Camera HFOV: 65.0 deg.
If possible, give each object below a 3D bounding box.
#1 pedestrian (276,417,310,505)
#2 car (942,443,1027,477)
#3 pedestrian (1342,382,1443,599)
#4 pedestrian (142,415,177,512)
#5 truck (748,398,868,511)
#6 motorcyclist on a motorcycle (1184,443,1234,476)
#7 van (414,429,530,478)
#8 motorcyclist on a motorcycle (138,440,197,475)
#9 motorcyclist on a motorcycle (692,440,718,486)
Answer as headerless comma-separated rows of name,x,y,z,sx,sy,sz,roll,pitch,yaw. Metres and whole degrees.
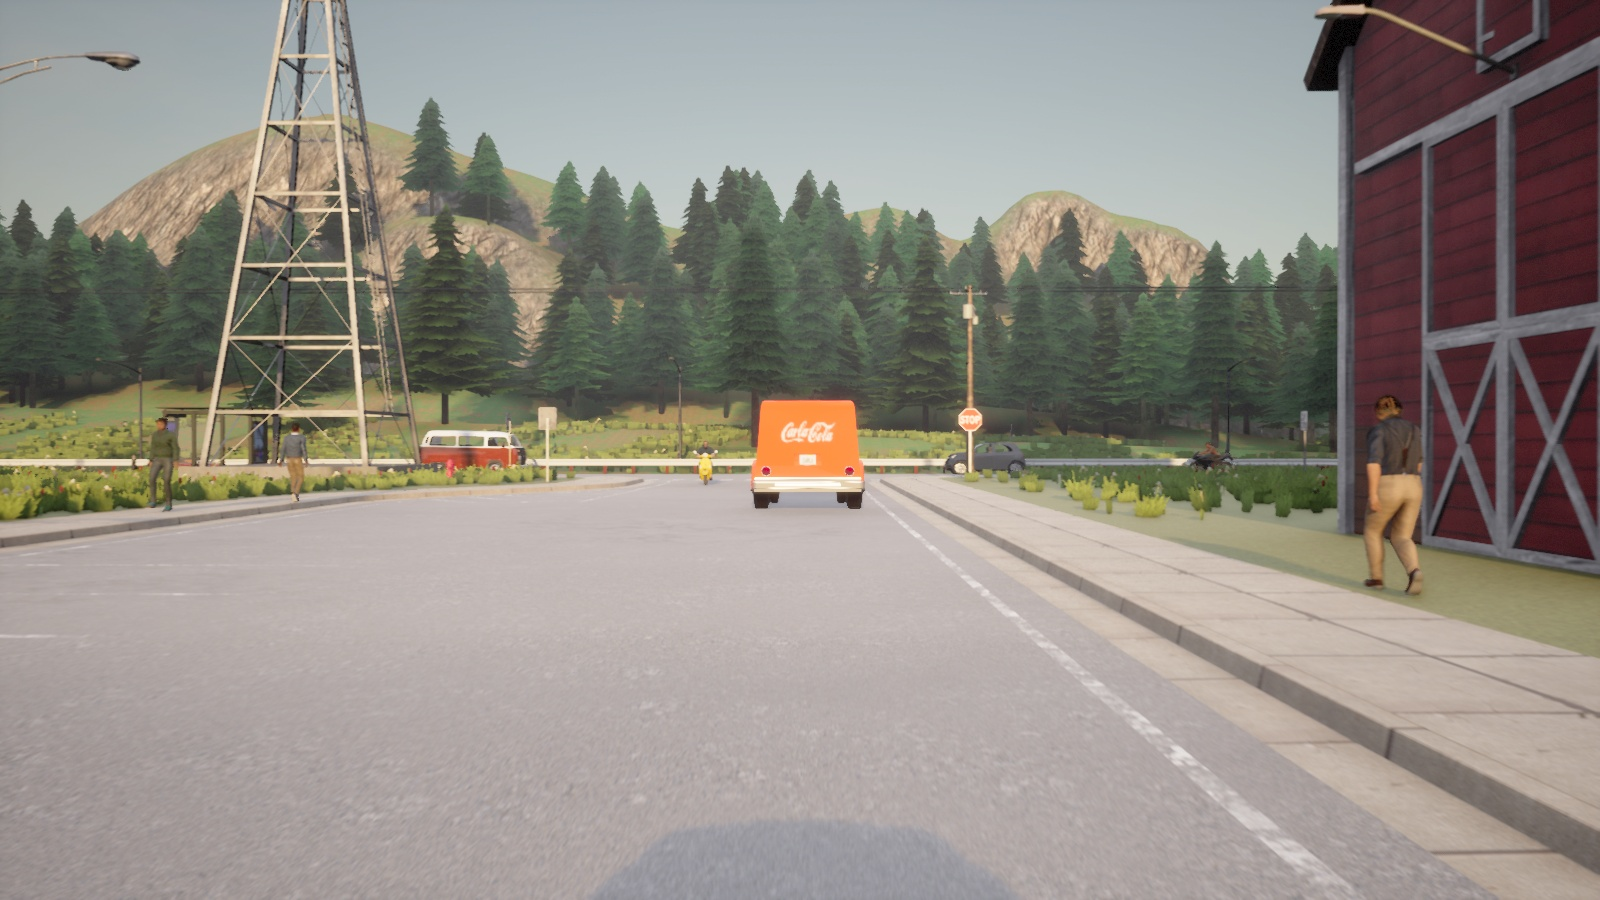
pedestrian,-11.400,0.233,28.259,0.423,1.949,0.788,0,0,1
car,8.408,0.444,57.521,3.633,1.501,1.845,0,0,1
pedestrian,5.207,0.343,11.060,0.540,1.848,0.694,0,0,-2
pedestrian,-12.360,0.255,24.249,0.353,1.847,0.614,0,0,-1
truck,0.188,0.091,30.015,2.627,2.467,5.204,0,0,0
motorcyclist on a motorcycle,18.656,0.421,57.281,2.044,1.523,0.797,0,0,1
van,-14.213,0.148,54.547,4.480,2.038,2.069,0,0,1
motorcyclist on a motorcycle,-29.393,0.344,58.404,2.350,1.649,0.766,0,0,1
motorcyclist on a motorcycle,-3.345,0.447,44.435,0.866,1.590,1.817,0,0,-3
